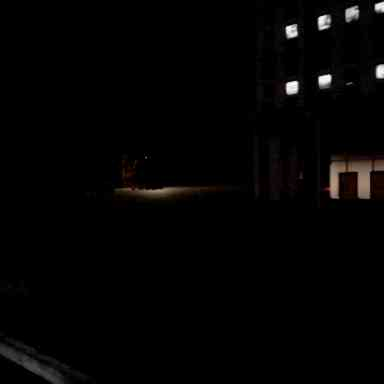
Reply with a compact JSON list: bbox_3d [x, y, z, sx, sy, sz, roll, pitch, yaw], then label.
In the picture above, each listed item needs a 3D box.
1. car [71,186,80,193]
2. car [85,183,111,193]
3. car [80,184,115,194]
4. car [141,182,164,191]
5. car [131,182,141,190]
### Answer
[{"bbox_3d":[-17.940,-0.346,56.333,2.033,1.411,5.357,0,2,30],"label":"car"},{"bbox_3d":[-17.798,-0.794,63.263,2.097,1.767,4.553,0,2,30],"label":"car"},{"bbox_3d":[-15.119,-0.357,54.720,2.033,1.411,5.357,0,2,30],"label":"car"},{"bbox_3d":[-7.787,-0.981,68.017,1.895,1.301,4.718,0,2,28],"label":"car"},{"bbox_3d":[-10.691,-1.332,69.479,2.097,1.767,4.553,0,2,28],"label":"car"}]
